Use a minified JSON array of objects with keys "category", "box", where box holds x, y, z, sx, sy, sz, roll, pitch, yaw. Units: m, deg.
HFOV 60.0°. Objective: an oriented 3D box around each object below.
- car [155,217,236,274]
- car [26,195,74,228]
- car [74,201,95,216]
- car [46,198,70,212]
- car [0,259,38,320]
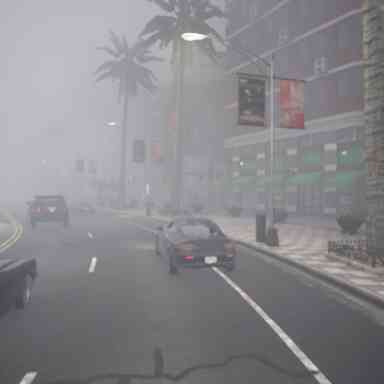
[{"category":"car","box":[-0.045,1.514,10.498,1.812,1.442,4.674,0,0,-13]},{"category":"car","box":[-9.618,1.196,22.070,2.150,2.045,5.566,0,0,-29]},{"category":"car","box":[-11.084,1.525,32.639,1.994,1.385,4.181,0,0,-38]},{"category":"car","box":[-16.079,1.479,39.814,1.812,1.442,4.674,0,0,-32]},{"category":"car","box":[-3.862,1.595,4.763,1.895,1.301,4.718,0,0,-7]}]
